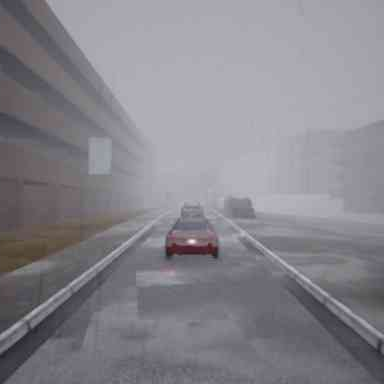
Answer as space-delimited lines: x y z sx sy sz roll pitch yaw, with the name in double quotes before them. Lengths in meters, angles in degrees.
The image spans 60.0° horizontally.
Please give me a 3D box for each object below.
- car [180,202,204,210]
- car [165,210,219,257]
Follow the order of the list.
"car" 0.020 1.601 28.493 2.128 1.511 4.902 0 0 0
"car" 0.016 1.654 13.341 1.994 1.385 4.181 0 0 0
